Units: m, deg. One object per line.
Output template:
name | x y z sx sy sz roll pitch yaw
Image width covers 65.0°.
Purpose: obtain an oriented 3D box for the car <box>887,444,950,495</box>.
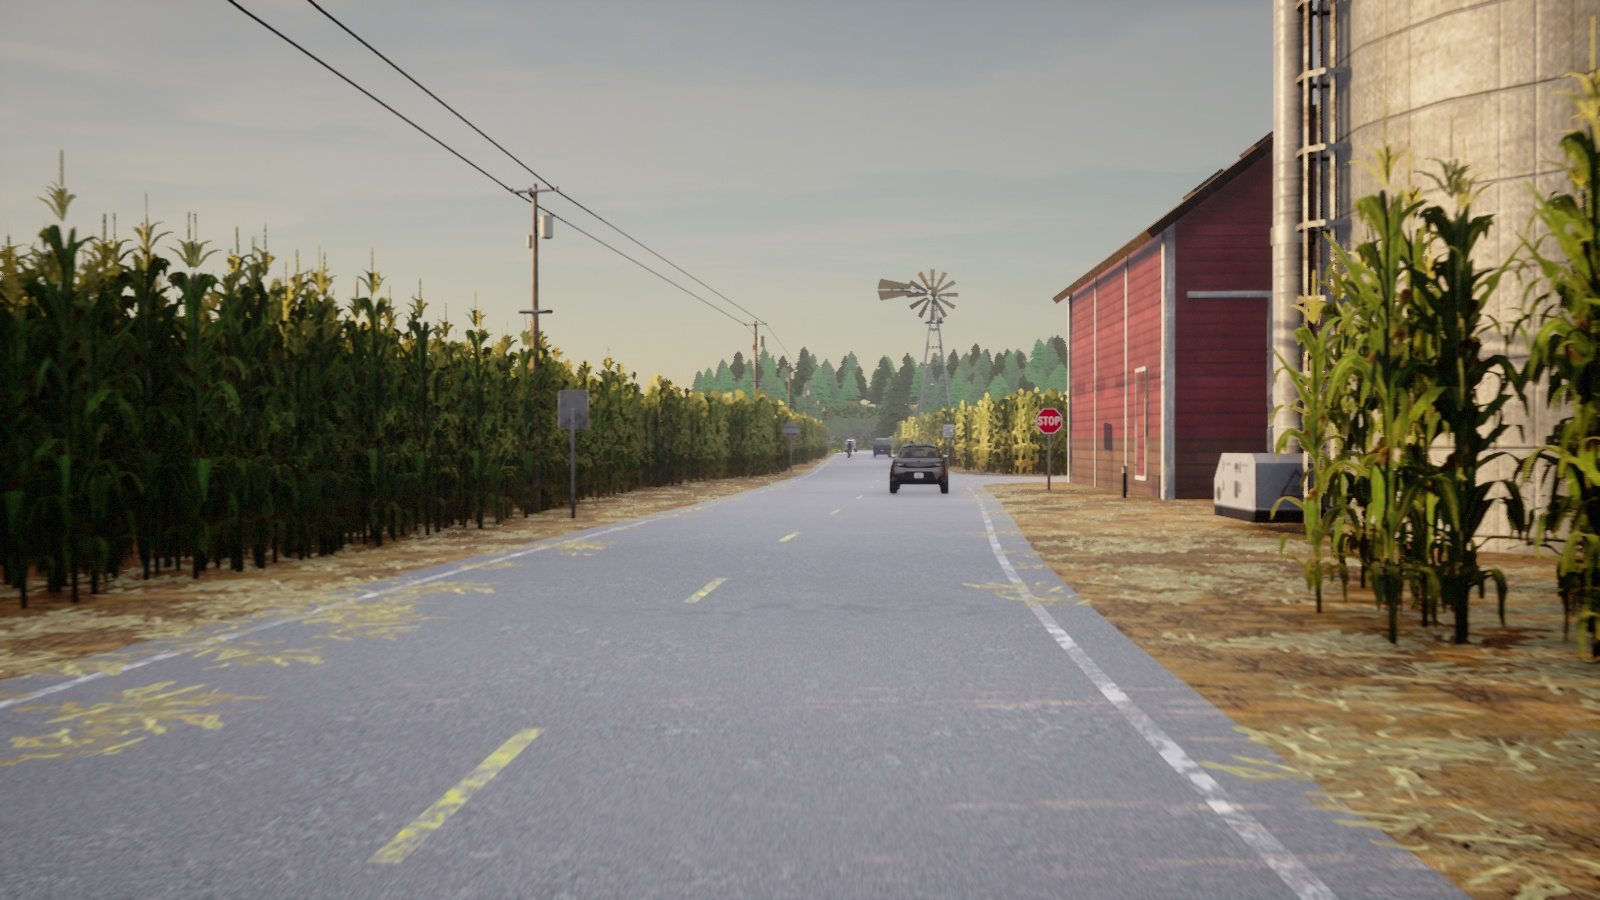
car | 3.637 0.547 38.307 1.816 1.474 4.193 0 0 6
